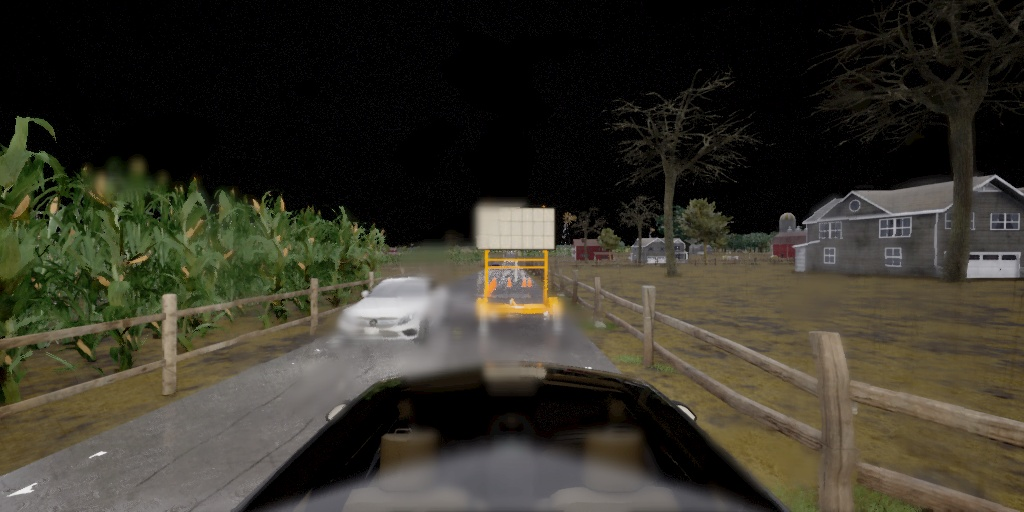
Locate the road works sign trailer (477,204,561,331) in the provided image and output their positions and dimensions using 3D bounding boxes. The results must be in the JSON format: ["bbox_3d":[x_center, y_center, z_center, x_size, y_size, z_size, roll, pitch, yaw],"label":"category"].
[{"bbox_3d":[0.122,0.227,11.047,2.380,3.560,2.880,0,0,-5],"label":"road works sign trailer"}]

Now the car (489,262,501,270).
[{"bbox_3d":[-2.741,1.569,59.237,1.895,1.301,4.718,0,0,0],"label":"car"}]

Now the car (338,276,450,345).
[{"bbox_3d":[-2.836,1.285,9.647,1.812,1.442,4.674,0,0,0],"label":"car"}]
